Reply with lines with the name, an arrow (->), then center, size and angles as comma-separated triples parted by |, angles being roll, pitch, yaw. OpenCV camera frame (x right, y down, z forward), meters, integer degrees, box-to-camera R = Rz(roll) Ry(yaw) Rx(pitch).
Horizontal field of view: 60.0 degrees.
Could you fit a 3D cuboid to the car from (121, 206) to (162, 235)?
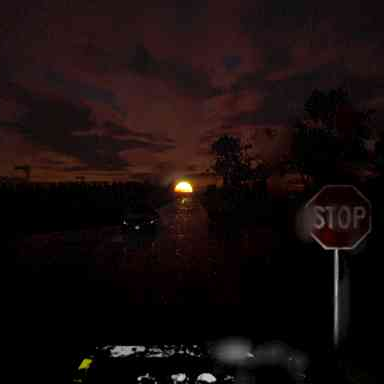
car -> -2.791, 1.539, 19.241 | 1.812, 1.442, 4.674 | 0, 0, 0
